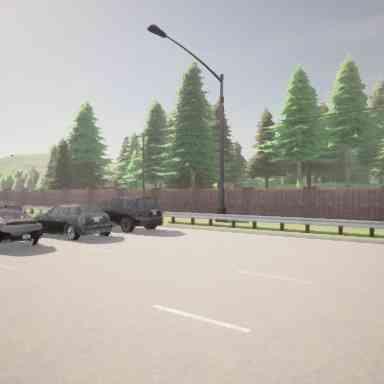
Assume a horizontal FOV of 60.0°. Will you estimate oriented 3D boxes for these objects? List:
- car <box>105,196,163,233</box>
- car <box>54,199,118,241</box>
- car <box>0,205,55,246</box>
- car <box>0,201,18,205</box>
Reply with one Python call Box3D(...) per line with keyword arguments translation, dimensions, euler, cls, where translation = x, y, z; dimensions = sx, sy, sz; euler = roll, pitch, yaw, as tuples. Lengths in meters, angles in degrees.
Box3D(translation=(-4.236, 1.255, 19.788), dimensions=(5.566, 2.045, 2.150), euler=(0, 0, 36), cls="car")
Box3D(translation=(-6.219, 1.363, 16.904), dimensions=(4.553, 1.767, 2.097), euler=(0, 0, 36), cls="car")
Box3D(translation=(-8.276, 1.492, 14.072), dimensions=(4.902, 1.511, 2.128), euler=(0, 0, 36), cls="car")
Box3D(translation=(-16.423, 1.493, 28.481), dimensions=(4.902, 1.511, 2.128), euler=(0, 0, 36), cls="car")
